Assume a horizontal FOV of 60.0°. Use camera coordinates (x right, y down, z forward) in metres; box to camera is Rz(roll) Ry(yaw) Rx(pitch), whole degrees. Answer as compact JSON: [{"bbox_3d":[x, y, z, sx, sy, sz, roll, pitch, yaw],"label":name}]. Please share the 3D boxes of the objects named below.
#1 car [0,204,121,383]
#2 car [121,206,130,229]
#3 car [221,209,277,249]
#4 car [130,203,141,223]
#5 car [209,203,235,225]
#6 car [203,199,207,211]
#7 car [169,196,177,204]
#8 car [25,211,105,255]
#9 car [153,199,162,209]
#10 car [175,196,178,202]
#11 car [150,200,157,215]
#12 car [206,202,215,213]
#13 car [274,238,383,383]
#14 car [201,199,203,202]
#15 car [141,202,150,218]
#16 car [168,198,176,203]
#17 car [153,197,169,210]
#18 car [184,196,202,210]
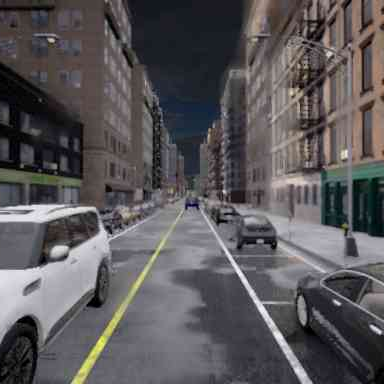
[{"bbox_3d":[-2.842,1.268,5.196,2.150,2.045,5.566,0,0,0],"label":"car"},{"bbox_3d":[-5.386,1.759,20.463,1.947,1.339,4.313,0,-1,0],"label":"car"},{"bbox_3d":[2.639,1.693,15.041,2.008,1.369,4.403,0,-1,0],"label":"car"},{"bbox_3d":[-5.385,1.768,25.706,1.752,1.417,4.829,0,-1,0],"label":"car"},{"bbox_3d":[2.640,1.810,25.866,1.947,1.339,4.313,0,-1,0],"label":"car"},{"bbox_3d":[2.641,1.917,42.274,1.752,1.417,4.829,0,-1,0],"label":"car"},{"bbox_3d":[-5.381,2.267,79.401,2.008,1.369,4.403,0,0,0],"label":"car"},{"bbox_3d":[-5.386,1.666,14.881,1.752,1.417,4.829,0,-1,0],"label":"car"},{"bbox_3d":[-5.384,1.941,42.114,2.008,1.369,4.403,0,-1,0],"label":"car"},{"bbox_3d":[-5.380,2.308,84.855,1.887,1.381,4.507,0,0,0],"label":"car"},{"bbox_3d":[-5.384,1.894,36.701,2.008,1.369,4.403,0,-1,0],"label":"car"},{"bbox_3d":[2.640,1.860,31.278,1.947,1.339,4.313,0,-1,0],"label":"car"},{"bbox_3d":[2.638,1.592,4.216,2.008,1.369,4.403,0,-1,0],"label":"car"},{"bbox_3d":[2.642,2.020,47.516,1.802,1.307,4.206,0,-1,0],"label":"car"},{"bbox_3d":[-5.385,1.876,31.288,1.802,1.307,4.206,0,-1,0],"label":"car"},{"bbox_3d":[-5.380,2.333,90.139,1.752,1.417,4.829,0,0,0],"label":"car"},{"bbox_3d":[-5.383,1.800,52.941,2.192,1.841,5.009,0,-1,0],"label":"car"},{"bbox_3d":[0.004,1.697,51.826,2.150,2.045,5.566,0,-1,0],"label":"car"}]
